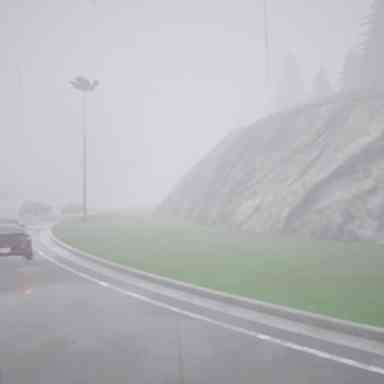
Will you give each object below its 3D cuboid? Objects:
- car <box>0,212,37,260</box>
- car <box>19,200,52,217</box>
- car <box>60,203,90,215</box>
[{"bbox_3d":[-7.192,1.685,12.347,1.812,1.442,4.674,0,-1,-35],"label":"car"},{"bbox_3d":[-17.737,1.823,37.928,2.097,1.767,4.553,0,-1,0],"label":"car"},{"bbox_3d":[-14.307,2.040,40.913,2.033,1.411,5.357,0,-1,2],"label":"car"}]
